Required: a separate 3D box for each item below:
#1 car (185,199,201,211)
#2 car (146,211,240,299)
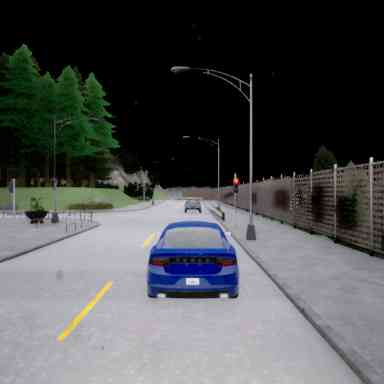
[{"bbox_3d":[0.097,1.543,39.020,2.033,1.411,5.357,0,0,0],"label":"car"},{"bbox_3d":[0.034,1.477,8.519,1.882,1.535,5.008,0,0,0],"label":"car"}]
